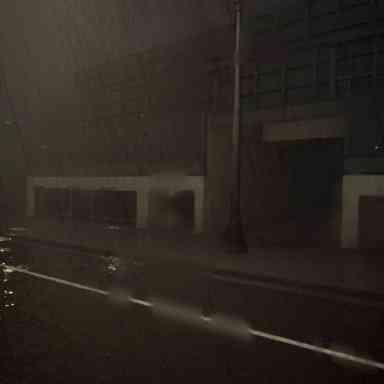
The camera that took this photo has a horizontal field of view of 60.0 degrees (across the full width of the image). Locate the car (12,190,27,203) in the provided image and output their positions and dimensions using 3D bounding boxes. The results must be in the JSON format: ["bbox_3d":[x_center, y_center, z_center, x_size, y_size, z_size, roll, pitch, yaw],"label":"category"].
[{"bbox_3d":[-23.473,0.474,49.212,2.150,2.045,5.566,2,1,36],"label":"car"}]
